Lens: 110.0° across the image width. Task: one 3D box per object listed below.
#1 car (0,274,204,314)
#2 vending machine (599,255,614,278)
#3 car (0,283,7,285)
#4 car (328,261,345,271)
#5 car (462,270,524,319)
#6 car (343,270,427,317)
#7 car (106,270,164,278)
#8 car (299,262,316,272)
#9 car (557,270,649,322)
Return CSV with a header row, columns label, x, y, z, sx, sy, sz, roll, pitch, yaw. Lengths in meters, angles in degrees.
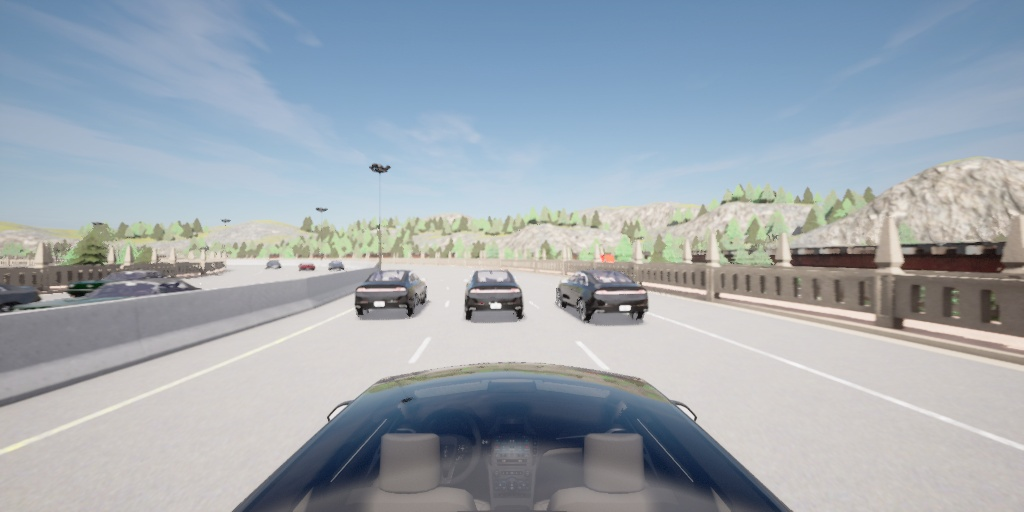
label,x,y,z,sx,sy,sz,roll,pitch,yaw
car,-11.192,1.391,10.664,1.895,1.301,4.718,0,0,-6
vending machine,7.804,0.879,29.592,1.100,2.100,0.880,0,0,-14
car,-14.526,1.299,8.370,2.128,1.511,4.902,0,0,-5
car,-24.582,1.353,50.192,2.033,1.411,5.357,0,0,-30
car,-0.733,1.232,12.766,2.128,1.511,4.902,0,0,-6
car,-4.312,1.248,13.313,2.128,1.511,4.902,0,0,-7
car,-19.418,1.419,18.269,1.895,1.301,4.718,0,0,-12
car,-27.410,1.422,48.032,1.895,1.301,4.718,0,0,-31
car,2.842,1.217,12.222,2.128,1.511,4.902,0,0,-6
